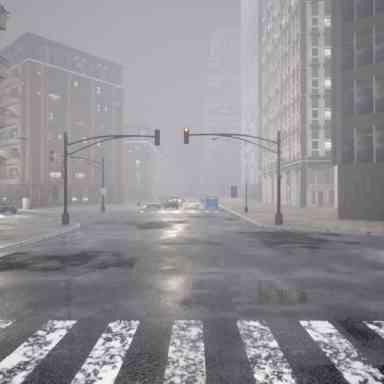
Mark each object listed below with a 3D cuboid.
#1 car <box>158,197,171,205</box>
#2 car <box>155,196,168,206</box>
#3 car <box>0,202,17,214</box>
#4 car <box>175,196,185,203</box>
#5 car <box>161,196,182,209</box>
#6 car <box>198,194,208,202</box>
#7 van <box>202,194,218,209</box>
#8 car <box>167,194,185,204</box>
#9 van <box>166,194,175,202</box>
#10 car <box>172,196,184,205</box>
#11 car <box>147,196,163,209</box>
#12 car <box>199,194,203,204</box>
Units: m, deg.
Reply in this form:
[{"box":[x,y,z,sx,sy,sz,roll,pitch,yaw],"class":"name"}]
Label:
[{"box":[-5.165,1.649,62.615,1.947,1.339,4.313,0,0,0],"class":"car"},{"box":[-5.178,1.509,57.063,1.967,1.590,4.097,0,0,0],"class":"car"},{"box":[-21.060,1.789,36.666,4.718,1.301,1.895,-1,-1,41],"class":"car"},{"box":[-2.576,1.668,73.934,1.994,1.385,4.181,0,0,0],"class":"car"},{"box":[-2.723,1.644,45.086,1.895,1.301,4.718,0,0,0],"class":"car"},{"box":[2.766,1.466,84.807,2.192,1.841,5.009,0,0,0],"class":"car"},{"box":[2.677,1.386,45.939,1.690,1.788,3.998,0,0,0],"class":"van"},{"box":[-2.696,1.414,54.212,2.097,1.767,4.553,0,0,1],"class":"car"},{"box":[-5.126,1.473,79.271,1.690,1.788,3.998,0,0,0],"class":"van"},{"box":[-2.646,1.579,64.052,2.128,1.511,4.902,0,0,1],"class":"car"},{"box":[-5.204,1.570,45.787,1.752,1.417,4.829,0,0,0],"class":"car"},{"box":[2.728,1.644,68.148,1.887,1.381,4.507,0,0,0],"class":"car"}]
